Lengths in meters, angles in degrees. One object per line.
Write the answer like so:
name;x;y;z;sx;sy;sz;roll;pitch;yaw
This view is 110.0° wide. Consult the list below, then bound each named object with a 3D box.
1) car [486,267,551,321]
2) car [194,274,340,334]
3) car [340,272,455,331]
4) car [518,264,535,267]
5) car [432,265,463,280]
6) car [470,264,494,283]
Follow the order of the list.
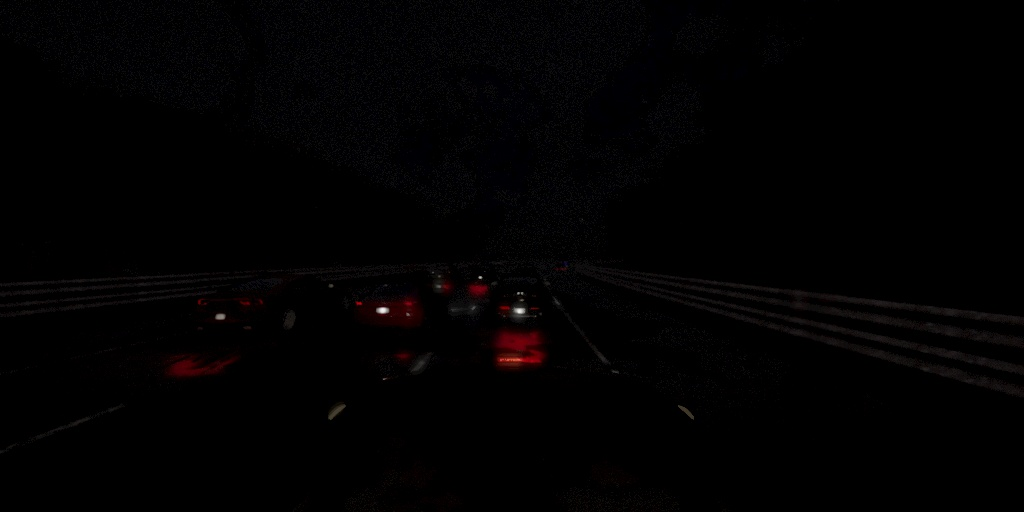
car;0.308;1.322;12.740;1.837;1.490;4.892;0;0;2
car;-6.755;1.278;10.871;1.882;1.535;5.008;0;0;2
car;-3.244;1.369;11.165;1.994;1.385;4.181;0;0;2
car;1.216;1.438;30.248;1.837;1.490;4.892;0;0;4
car;-5.706;1.466;31.382;1.812;1.442;4.674;0;0;5
car;-2.284;1.438;30.372;1.837;1.490;4.892;0;0;4
